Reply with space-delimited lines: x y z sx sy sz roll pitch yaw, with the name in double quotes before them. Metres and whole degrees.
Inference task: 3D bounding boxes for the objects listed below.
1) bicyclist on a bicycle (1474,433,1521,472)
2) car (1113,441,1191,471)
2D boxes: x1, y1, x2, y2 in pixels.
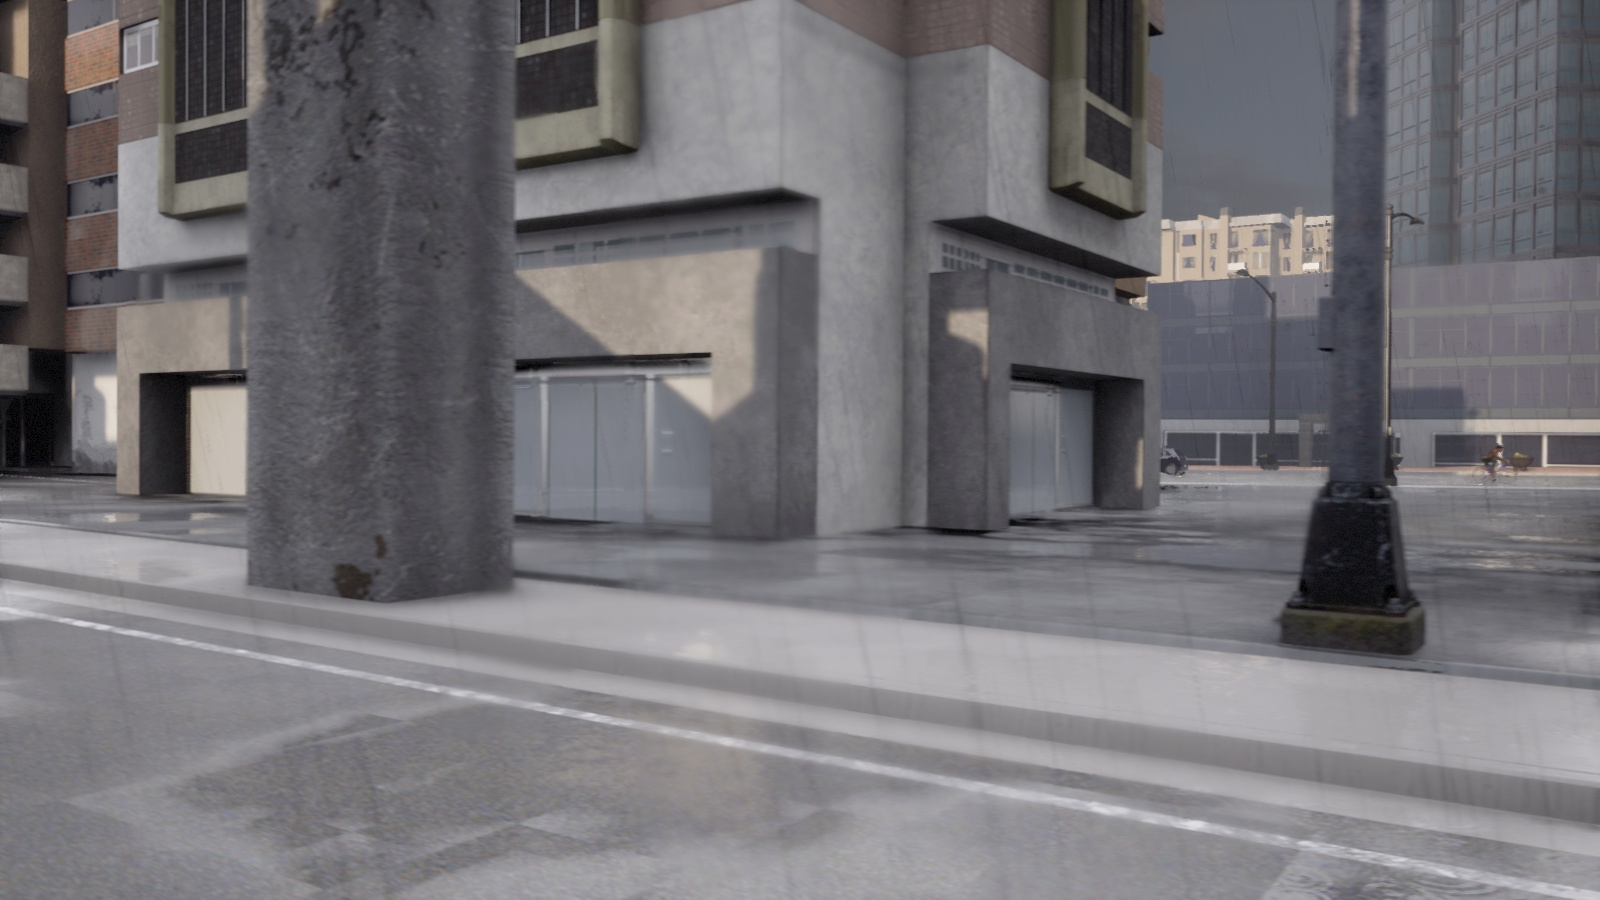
"bicyclist on a bicycle" 29.248 0.101 52.650 1.656 1.620 0.582 -1 1 33
"car" 19.001 0.320 67.799 3.633 1.501 1.845 -1 0 33
